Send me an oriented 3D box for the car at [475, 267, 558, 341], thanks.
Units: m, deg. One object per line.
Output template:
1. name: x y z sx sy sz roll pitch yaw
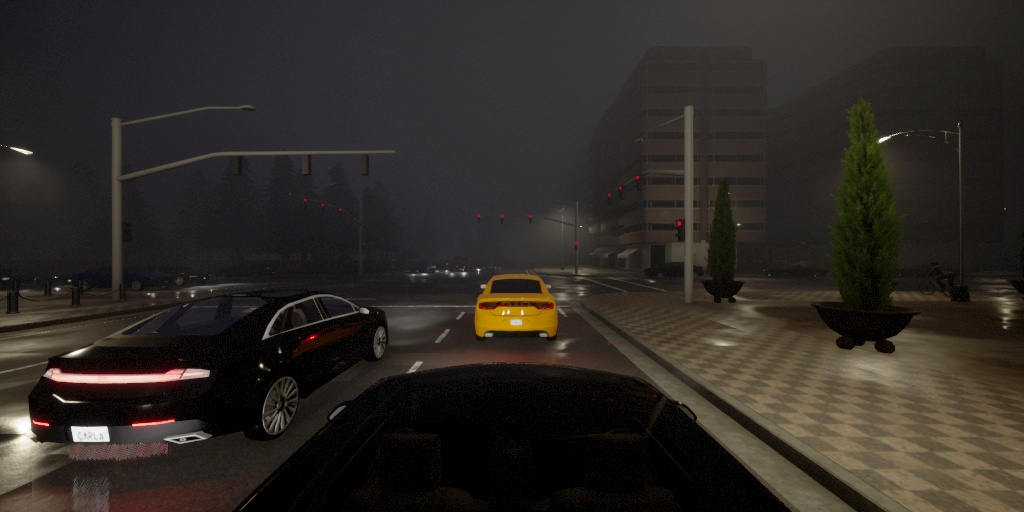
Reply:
1. car: 0.107 1.228 9.936 1.882 1.535 5.008 0 0 0

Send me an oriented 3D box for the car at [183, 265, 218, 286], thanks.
1. car: -24.015 1.310 25.231 4.892 1.490 1.837 0 0 1

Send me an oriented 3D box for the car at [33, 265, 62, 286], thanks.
1. car: -33.757 1.353 25.194 5.357 1.411 2.033 0 0 0

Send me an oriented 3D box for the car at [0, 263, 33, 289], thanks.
1. car: -33.367 1.027 21.697 5.566 2.045 2.150 0 0 0

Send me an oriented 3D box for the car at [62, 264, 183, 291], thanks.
1. car: -23.432 1.283 21.721 5.008 1.535 1.882 0 0 0

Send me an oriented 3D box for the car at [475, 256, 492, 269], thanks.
1. car: -5.321 1.255 58.526 1.837 1.490 4.892 0 0 15

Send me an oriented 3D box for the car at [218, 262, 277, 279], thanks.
1. car: -23.966 1.297 32.420 4.902 1.511 2.128 0 0 0

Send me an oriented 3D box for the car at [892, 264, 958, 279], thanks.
1. car: 37.300 1.406 32.564 4.718 1.301 1.895 0 0 0

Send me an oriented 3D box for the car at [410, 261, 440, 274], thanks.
1. car: -10.434 1.298 42.463 2.033 1.411 5.357 0 0 2

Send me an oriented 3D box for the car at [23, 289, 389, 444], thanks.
1. car: -3.423 1.242 5.354 2.128 1.511 4.902 0 0 1

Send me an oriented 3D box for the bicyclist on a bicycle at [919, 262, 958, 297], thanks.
1. bicyclist on a bicycle: 20.288 1.106 17.051 0.582 1.620 1.656 0 0 0

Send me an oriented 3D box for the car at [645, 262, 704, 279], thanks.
1. car: 14.649 1.283 32.520 5.008 1.535 1.882 0 0 0

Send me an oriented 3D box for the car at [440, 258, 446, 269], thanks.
1. car: -9.779 1.101 52.671 2.097 1.767 4.553 0 0 7

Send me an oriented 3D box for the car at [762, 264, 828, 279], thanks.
1. car: 25.561 1.406 32.547 4.718 1.301 1.895 0 0 0

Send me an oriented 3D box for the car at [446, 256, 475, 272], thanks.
1. car: -6.747 0.974 47.626 2.150 2.045 5.566 0 0 3
